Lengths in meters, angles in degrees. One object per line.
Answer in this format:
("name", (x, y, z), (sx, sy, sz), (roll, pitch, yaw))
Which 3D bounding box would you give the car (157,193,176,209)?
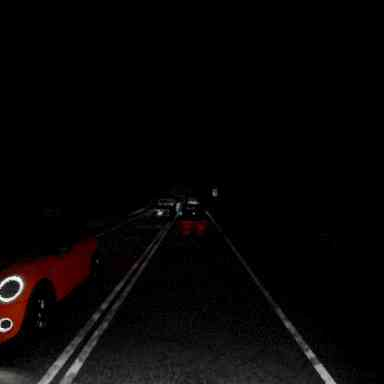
("car", (-3.337, 1.162, 44.124), (2.150, 2.045, 5.566), (0, 0, -1))

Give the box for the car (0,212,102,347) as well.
("car", (-3.331, 1.354, 6.548), (2.097, 1.767, 4.553), (0, 0, 0))

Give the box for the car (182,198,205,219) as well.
("car", (0.131, 1.466, 28.768), (2.128, 1.511, 4.902), (0, 1, 0))

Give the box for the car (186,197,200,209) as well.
("car", (0.109, 1.468, 44.431), (1.812, 1.442, 4.674), (0, 0, 0))
